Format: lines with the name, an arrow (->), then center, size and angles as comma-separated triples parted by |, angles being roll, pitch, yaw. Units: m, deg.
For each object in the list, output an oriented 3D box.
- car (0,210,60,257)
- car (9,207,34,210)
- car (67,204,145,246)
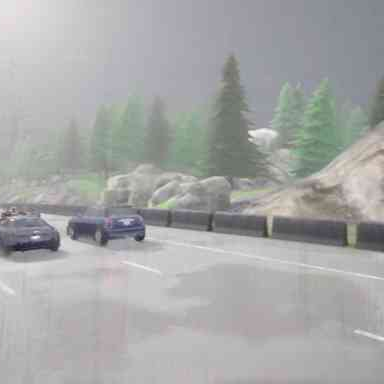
car -> -6.932, 1.636, 13.493 | 1.994, 1.385, 4.181 | -1, 0, -41
car -> -13.964, 1.831, 26.989 | 1.895, 1.301, 4.718 | -1, 0, -41
car -> -4.135, 1.369, 15.603 | 2.097, 1.767, 4.553 | -1, 0, -41
